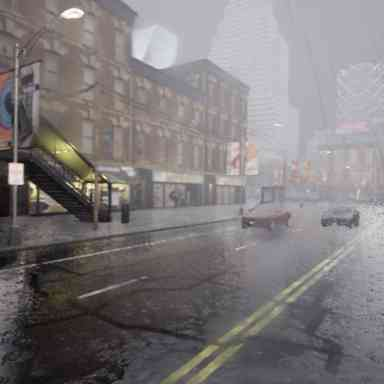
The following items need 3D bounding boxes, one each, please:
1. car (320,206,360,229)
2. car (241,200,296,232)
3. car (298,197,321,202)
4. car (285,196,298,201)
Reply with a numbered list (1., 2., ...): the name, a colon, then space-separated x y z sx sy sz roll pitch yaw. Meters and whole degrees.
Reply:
1. car: 10.350 1.646 22.924 2.033 1.411 5.357 1 0 34
2. car: 4.780 1.496 20.877 1.882 1.535 5.008 1 0 34
3. car: 29.147 1.843 81.484 1.895 1.301 4.718 1 0 -27
4. car: 25.941 1.708 86.232 2.002 1.452 4.674 1 0 -37
